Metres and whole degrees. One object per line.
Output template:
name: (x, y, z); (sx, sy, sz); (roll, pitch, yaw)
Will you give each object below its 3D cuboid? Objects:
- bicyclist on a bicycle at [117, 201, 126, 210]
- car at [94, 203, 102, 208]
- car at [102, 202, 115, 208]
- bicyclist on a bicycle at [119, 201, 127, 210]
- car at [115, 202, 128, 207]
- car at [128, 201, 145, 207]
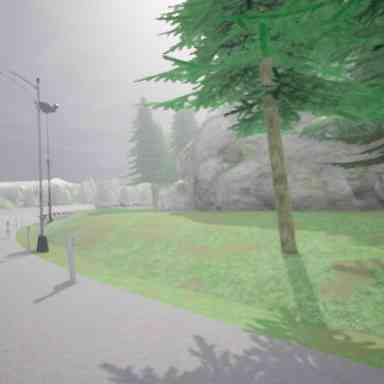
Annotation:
bicyclist on a bicycle: (-13.679, 2.652, 64.060); (1.656, 1.620, 0.582); (-1, -1, 1)
car: (-25.255, 3.740, 91.314); (1.882, 1.535, 5.008); (-3, -1, 8)
car: (-21.794, 3.616, 90.803); (2.128, 1.511, 4.902); (-3, -1, 8)
bicyclist on a bicycle: (-13.535, 2.663, 65.043); (1.656, 1.620, 0.582); (-2, -3, 30)
car: (-18.335, 3.459, 90.293); (2.033, 1.411, 5.357); (-3, -1, 8)
car: (-14.878, 3.248, 89.784); (1.837, 1.490, 4.892); (-3, -1, 8)
